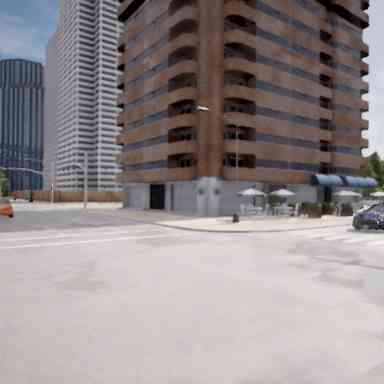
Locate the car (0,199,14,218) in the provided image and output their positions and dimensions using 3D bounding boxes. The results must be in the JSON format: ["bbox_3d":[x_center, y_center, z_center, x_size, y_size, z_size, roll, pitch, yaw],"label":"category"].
[{"bbox_3d":[-17.248,1.361,29.507,2.097,1.767,4.553,1,0,-36],"label":"car"}]

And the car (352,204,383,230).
[{"bbox_3d":[12.369,1.542,21.442,4.553,1.767,2.097,1,0,-35],"label":"car"}]
